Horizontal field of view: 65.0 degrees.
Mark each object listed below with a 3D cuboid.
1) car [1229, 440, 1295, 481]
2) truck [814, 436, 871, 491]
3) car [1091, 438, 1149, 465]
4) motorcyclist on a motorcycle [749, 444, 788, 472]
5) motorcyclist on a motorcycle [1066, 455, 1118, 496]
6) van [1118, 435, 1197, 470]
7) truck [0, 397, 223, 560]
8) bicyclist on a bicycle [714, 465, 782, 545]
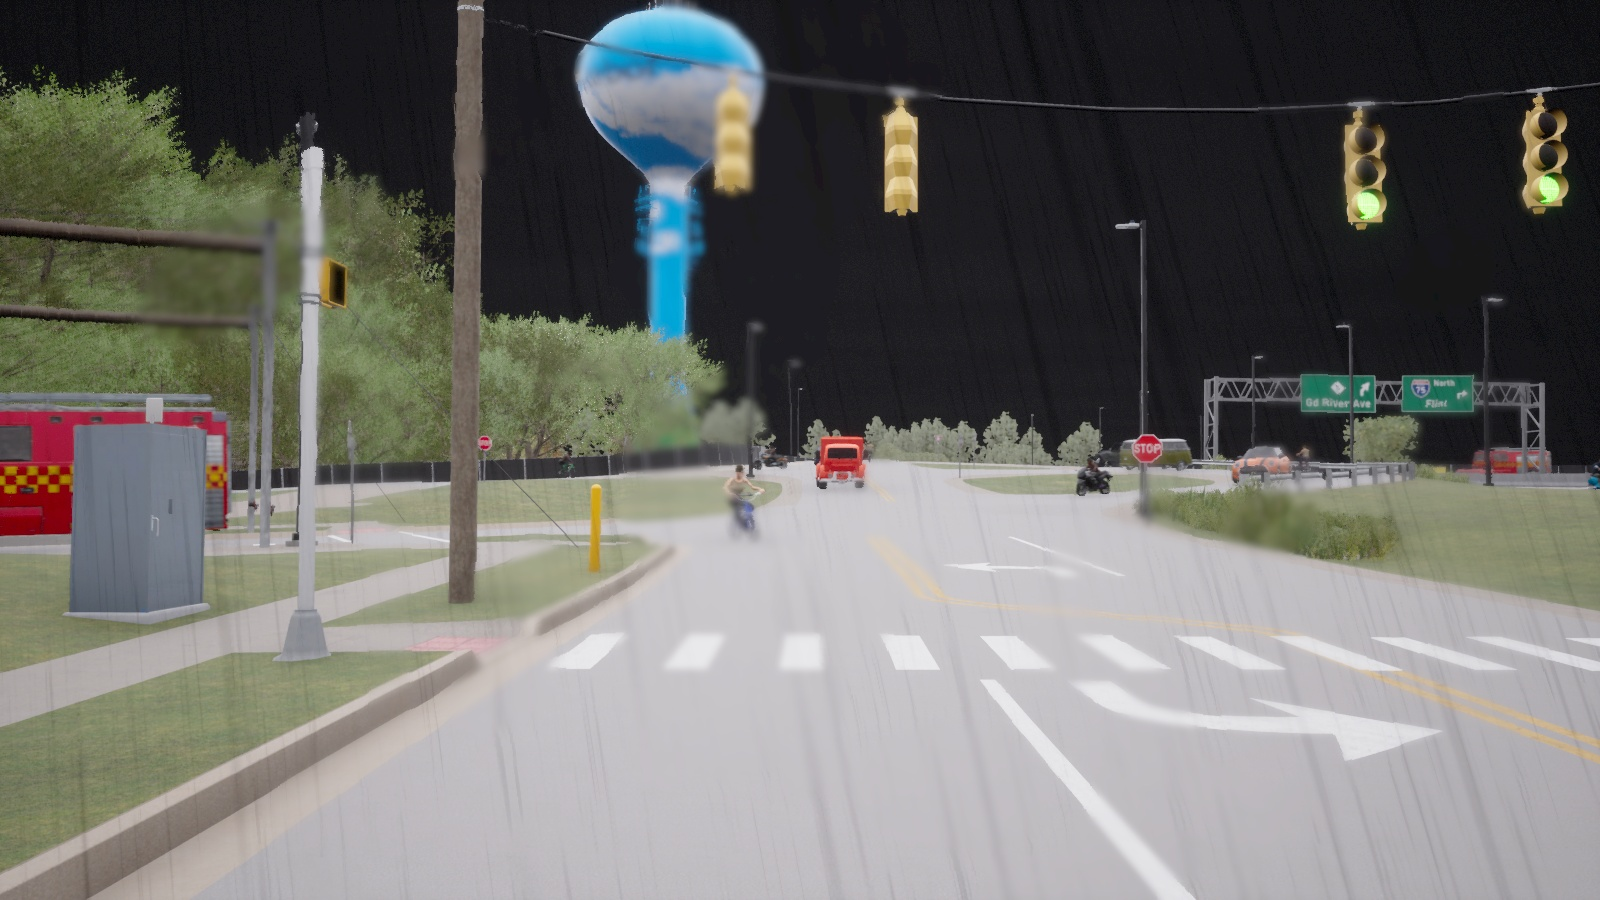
[{"bbox_3d":[21.843,0.483,59.275,2.097,1.767,4.553,-2,0,31],"label":"car"},{"bbox_3d":[2.041,0.597,61.139,2.627,2.467,5.204,0,2,1],"label":"truck"},{"bbox_3d":[23.110,0.134,90.817,1.905,1.878,3.866,1,0,-31],"label":"car"},{"bbox_3d":[-2.046,0.528,81.640,2.350,1.649,0.766,-3,1,6],"label":"motorcyclist on a motorcycle"},{"bbox_3d":[11.633,0.995,50.002,2.044,1.523,0.797,-2,-1,-37],"label":"motorcyclist on a motorcycle"},{"bbox_3d":[22.076,0.144,77.599,4.442,1.987,1.775,-1,1,-18],"label":"van"},{"bbox_3d":[-18.949,0.712,30.992,8.468,3.827,2.891,-1,-2,-26],"label":"truck"},{"bbox_3d":[-1.129,1.150,26.800,0.866,1.612,1.509,-3,0,-25],"label":"bicyclist on a bicycle"}]
